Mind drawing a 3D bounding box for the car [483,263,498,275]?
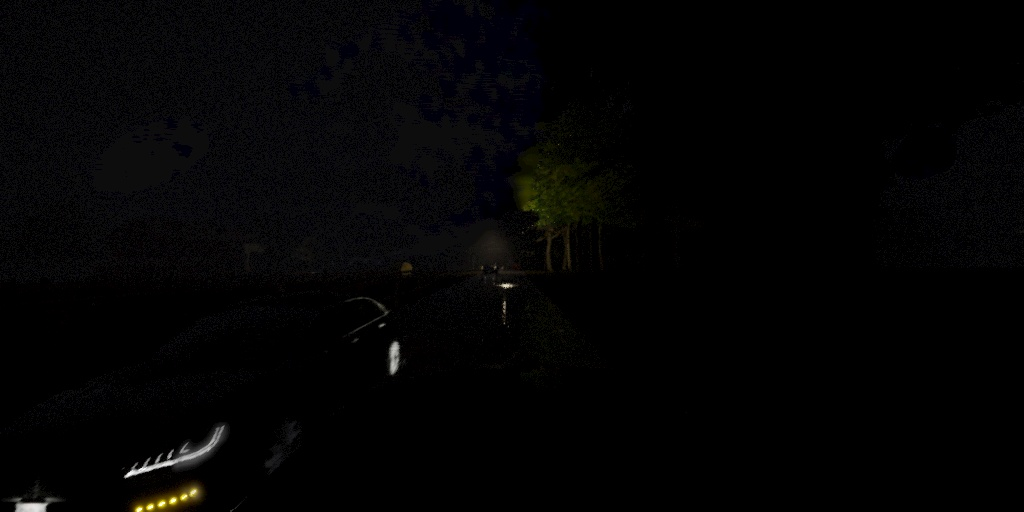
[{"bbox_3d":[-2.800,1.735,47.474,2.128,1.511,4.902,0,-1,1],"label":"car"}]

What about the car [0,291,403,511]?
[{"bbox_3d":[-2.848,1.275,4.552,1.837,1.490,4.892,0,0,0],"label":"car"}]
